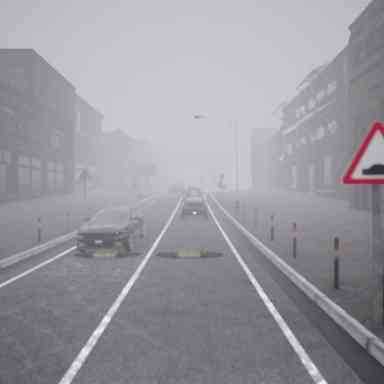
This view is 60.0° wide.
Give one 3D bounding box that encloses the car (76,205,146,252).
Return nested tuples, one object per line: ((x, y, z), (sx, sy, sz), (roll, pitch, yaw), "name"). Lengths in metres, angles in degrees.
((-3.063, 1.324, 13.379), (1.882, 1.535, 5.008), (-1, 1, 0), "car")

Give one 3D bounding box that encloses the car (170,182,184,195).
((-2.358, -0.628, 56.181), (2.150, 2.045, 5.566), (0, 2, 5), "car")

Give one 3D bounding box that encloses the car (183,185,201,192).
((0.271, 0.063, 42.461), (2.033, 1.649, 4.856), (0, 3, 1), "car")

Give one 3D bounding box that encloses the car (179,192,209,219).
((0.173, 1.027, 24.228), (1.837, 1.490, 4.892), (0, 2, 0), "car")
